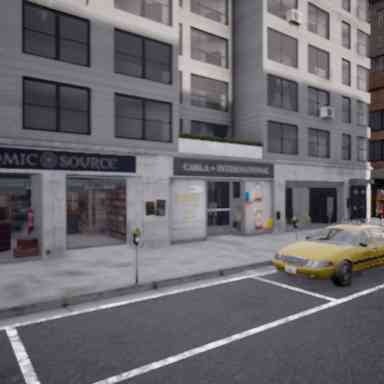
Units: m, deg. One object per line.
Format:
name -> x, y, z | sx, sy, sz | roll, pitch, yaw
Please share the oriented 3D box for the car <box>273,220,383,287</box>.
car -> 4.290, 1.497, 9.245 | 4.829, 1.417, 1.752 | 0, 0, -35
